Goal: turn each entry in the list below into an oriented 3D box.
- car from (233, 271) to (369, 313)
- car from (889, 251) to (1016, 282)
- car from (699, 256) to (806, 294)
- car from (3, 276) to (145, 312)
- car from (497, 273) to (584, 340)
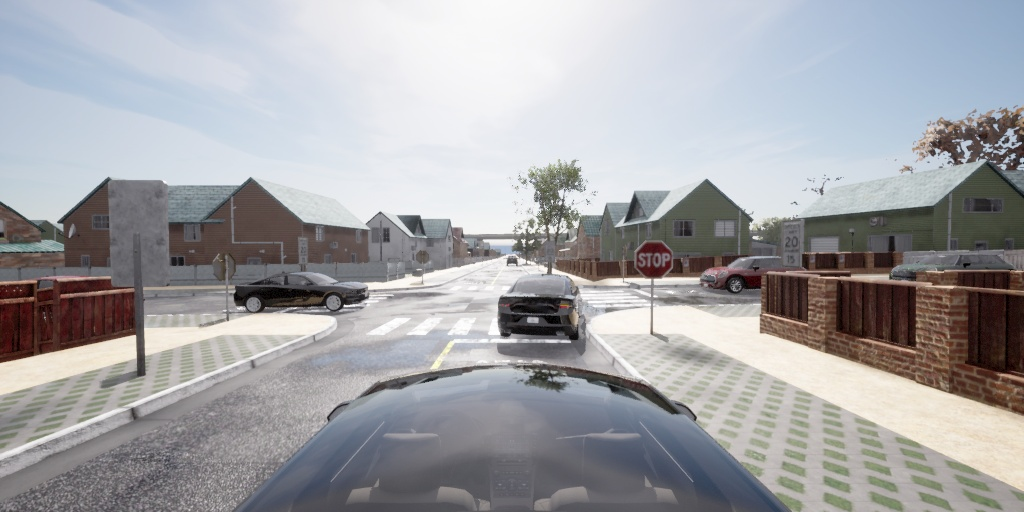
[{"bbox_3d":[-8.462,1.377,14.639,5.008,1.535,1.882,-1,2,0],"label":"car"},{"bbox_3d":[21.709,0.646,17.778,4.553,1.767,2.097,-1,2,0],"label":"car"},{"bbox_3d":[11.814,0.821,17.712,4.553,1.767,2.097,-1,2,0],"label":"car"},{"bbox_3d":[-18.015,1.547,14.581,5.008,1.535,1.882,-1,2,0],"label":"car"},{"bbox_3d":[0.962,1.225,10.107,1.882,1.535,5.008,0,0,12],"label":"car"}]
